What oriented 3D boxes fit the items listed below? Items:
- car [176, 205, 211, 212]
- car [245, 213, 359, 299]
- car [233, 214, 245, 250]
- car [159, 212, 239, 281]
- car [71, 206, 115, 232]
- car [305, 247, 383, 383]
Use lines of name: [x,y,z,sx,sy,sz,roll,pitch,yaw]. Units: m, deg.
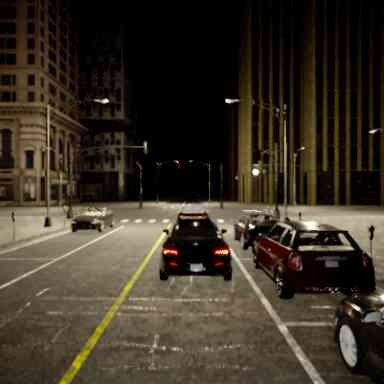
car: [0.078,1.500,19.501,2.128,1.511,4.902,0,0,0]
car: [2.759,1.444,8.487,1.967,1.590,4.097,0,0,0]
car: [2.759,1.557,14.127,2.008,1.369,4.403,0,0,0]
car: [0.094,1.530,9.762,1.812,1.442,4.674,0,0,0]
car: [-5.767,1.559,19.766,2.008,1.369,4.403,0,0,0]
car: [2.760,1.552,2.845,2.008,1.369,4.403,0,0,0]
